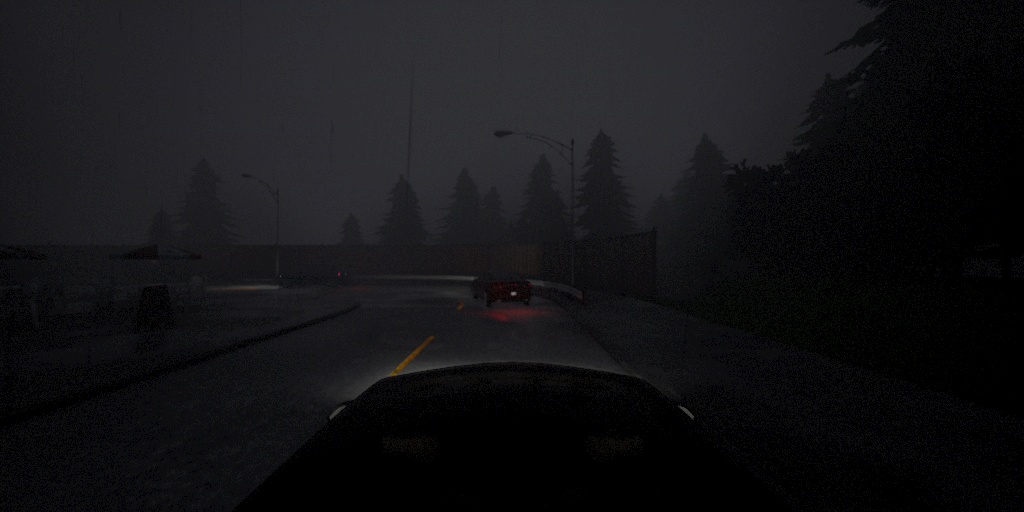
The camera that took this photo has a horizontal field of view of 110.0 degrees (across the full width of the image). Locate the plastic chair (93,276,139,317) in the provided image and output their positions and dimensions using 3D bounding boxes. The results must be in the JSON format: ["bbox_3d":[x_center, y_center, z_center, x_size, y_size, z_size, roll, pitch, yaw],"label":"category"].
[{"bbox_3d":[-13.527,1.377,12.202,0.750,1.272,0.730,0,0,0],"label":"plastic chair"}]

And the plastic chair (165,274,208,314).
[{"bbox_3d":[-12.117,1.388,13.362,0.730,1.272,0.750,0,0,0],"label":"plastic chair"}]

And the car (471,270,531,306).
[{"bbox_3d":[-0.636,1.369,16.751,1.882,1.535,5.008,0,0,-16],"label":"car"}]

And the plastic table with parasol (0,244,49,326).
[{"bbox_3d":[-14.087,0.740,8.653,2.482,2.480,2.482,0,0,0],"label":"plastic table with parasol"}]

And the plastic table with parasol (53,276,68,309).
[{"bbox_3d":[-17.677,0.772,12.054,2.482,2.480,2.482,0,0,0],"label":"plastic table with parasol"}]

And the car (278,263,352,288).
[{"bbox_3d":[-13.862,1.319,25.303,4.553,1.767,2.097,0,-1,0],"label":"car"}]

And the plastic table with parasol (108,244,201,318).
[{"bbox_3d":[-13.367,0.785,13.512,2.482,2.480,2.482,0,0,0],"label":"plastic table with parasol"}]

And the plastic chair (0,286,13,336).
[{"bbox_3d":[-12.837,1.343,8.532,0.730,1.272,0.750,0,0,0],"label":"plastic chair"}]

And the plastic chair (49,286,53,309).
[{"bbox_3d":[-16.447,1.376,12.113,0.730,1.272,0.750,0,0,0],"label":"plastic chair"}]
